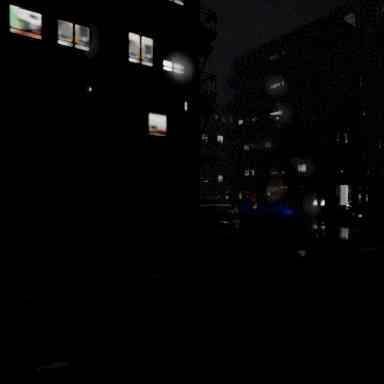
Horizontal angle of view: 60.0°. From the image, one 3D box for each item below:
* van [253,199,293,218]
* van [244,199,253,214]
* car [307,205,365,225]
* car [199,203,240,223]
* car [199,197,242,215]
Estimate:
[{"bbox_3d":[8.522,1.600,33.614,1.690,1.788,3.998,-1,0,-36],"label":"van"},{"bbox_3d":[5.200,1.673,38.125,1.690,1.788,3.998,-1,0,-36],"label":"van"},{"bbox_3d":[11.046,1.729,25.734,1.994,1.385,4.181,0,-1,-34],"label":"car"},{"bbox_3d":[1.789,1.872,28.687,1.802,1.307,4.206,-1,0,-36],"label":"car"},{"bbox_3d":[2.066,1.541,32.636,2.150,2.045,5.566,0,-1,-36],"label":"car"}]
